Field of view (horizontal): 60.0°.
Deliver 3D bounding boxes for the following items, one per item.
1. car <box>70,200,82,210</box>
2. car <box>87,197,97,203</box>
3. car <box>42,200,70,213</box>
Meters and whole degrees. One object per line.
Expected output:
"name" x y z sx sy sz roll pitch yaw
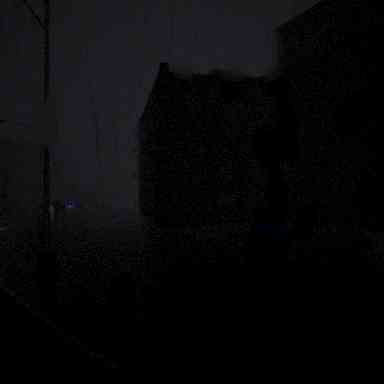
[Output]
"car" -18.905 2.021 52.946 1.812 1.442 4.674 0 -1 -7
"car" -26.771 2.142 89.065 2.097 1.767 4.553 0 0 -7
"car" -17.596 1.897 42.445 2.128 1.511 4.902 0 -1 -6
